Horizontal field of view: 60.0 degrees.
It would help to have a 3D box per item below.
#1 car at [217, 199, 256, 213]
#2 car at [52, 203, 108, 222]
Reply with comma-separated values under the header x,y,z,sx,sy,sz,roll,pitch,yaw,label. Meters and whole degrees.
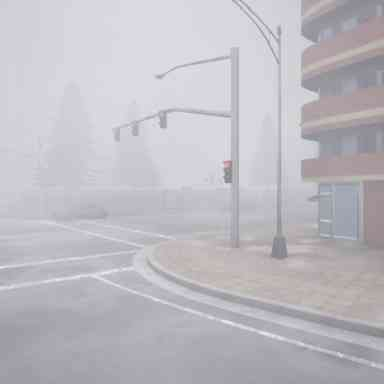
x,y,z,sx,sy,sz,roll,pitch,yaw,label
5.049,1.533,37.245,5.008,1.535,1.882,0,0,-37,car
-8.913,1.620,26.670,4.181,1.385,1.994,0,0,-37,car
